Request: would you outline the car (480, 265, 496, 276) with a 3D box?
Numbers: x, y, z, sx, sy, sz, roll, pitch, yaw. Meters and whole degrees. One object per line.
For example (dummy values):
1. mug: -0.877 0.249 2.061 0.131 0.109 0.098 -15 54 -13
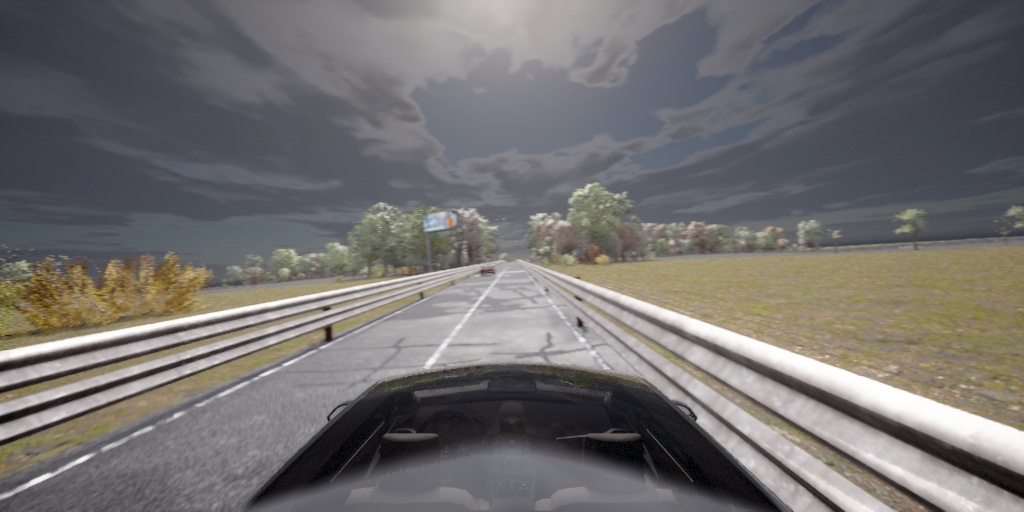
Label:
1. car: -3.009 1.795 45.237 1.895 1.301 4.718 -4 0 0
